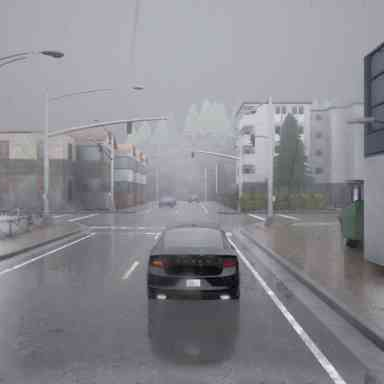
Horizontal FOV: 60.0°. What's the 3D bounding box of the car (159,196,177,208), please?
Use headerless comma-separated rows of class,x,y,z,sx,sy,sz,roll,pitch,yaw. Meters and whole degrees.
car,-3.609,1.477,47.401,1.882,1.535,5.008,0,0,0

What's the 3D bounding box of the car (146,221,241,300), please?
car,0.047,1.478,8.434,1.882,1.535,5.008,0,0,1

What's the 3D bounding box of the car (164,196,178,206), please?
car,-3.591,1.491,57.752,2.128,1.511,4.902,0,0,0

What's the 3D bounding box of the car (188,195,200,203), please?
car,0.470,1.353,69.707,2.097,1.767,4.553,0,0,7
